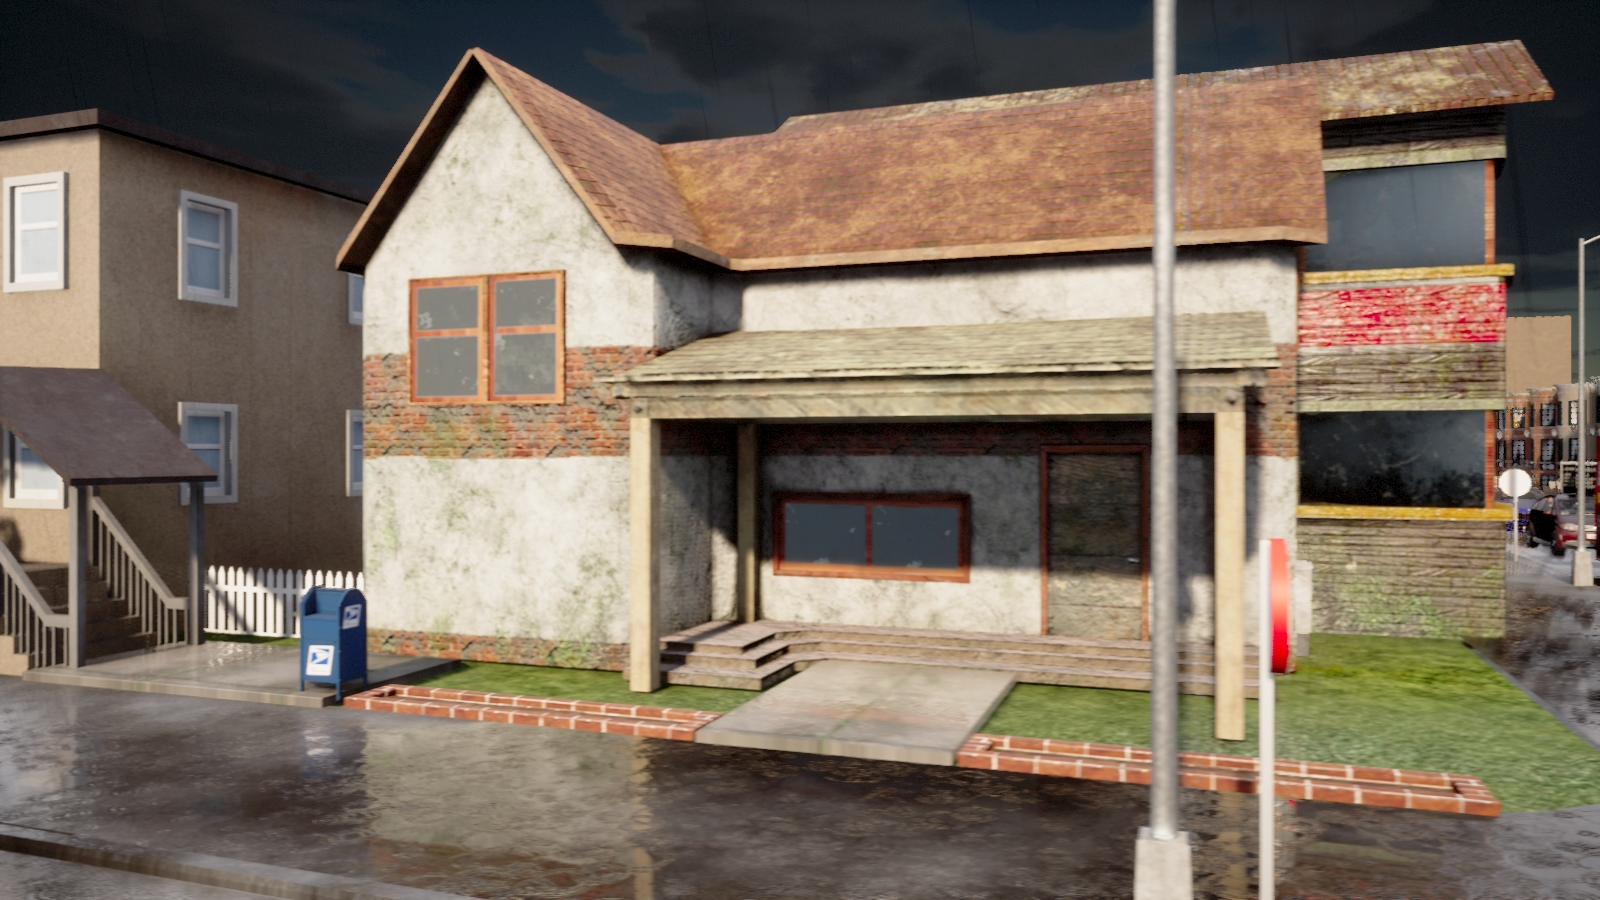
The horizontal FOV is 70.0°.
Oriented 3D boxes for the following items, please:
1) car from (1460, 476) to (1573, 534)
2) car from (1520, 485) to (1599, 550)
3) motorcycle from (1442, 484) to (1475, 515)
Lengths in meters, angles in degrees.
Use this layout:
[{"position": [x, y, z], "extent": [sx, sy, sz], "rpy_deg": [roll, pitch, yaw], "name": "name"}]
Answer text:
[{"position": [23.618, 1.747, 37.849], "extent": [2.242, 1.667, 4.611], "rpy_deg": [0, 0, 20], "name": "car"}, {"position": [21.213, 1.798, 31.265], "extent": [1.789, 1.549, 3.705], "rpy_deg": [0, 0, 20], "name": "car"}, {"position": [26.757, 1.993, 46.459], "extent": [0.803, 1.145, 2.033], "rpy_deg": [0, 0, 20], "name": "motorcycle"}]
